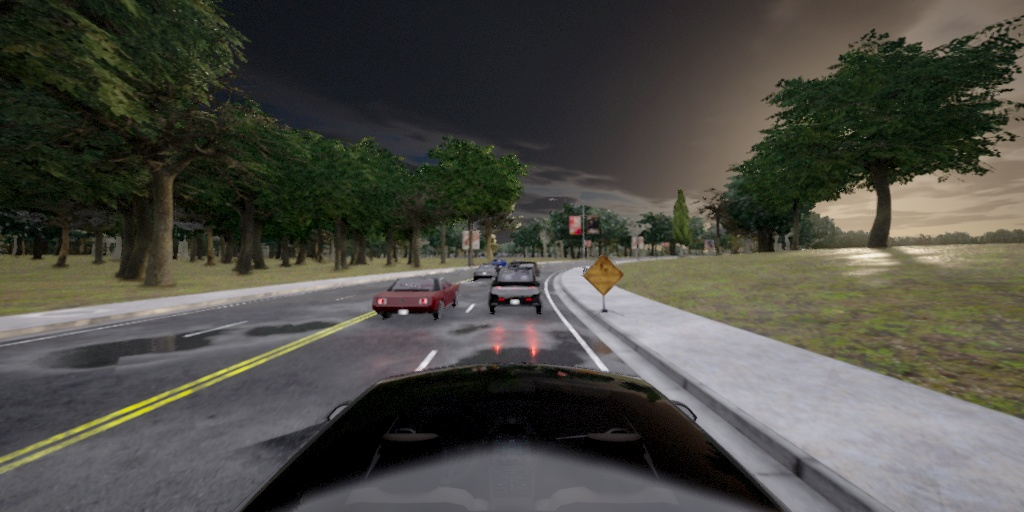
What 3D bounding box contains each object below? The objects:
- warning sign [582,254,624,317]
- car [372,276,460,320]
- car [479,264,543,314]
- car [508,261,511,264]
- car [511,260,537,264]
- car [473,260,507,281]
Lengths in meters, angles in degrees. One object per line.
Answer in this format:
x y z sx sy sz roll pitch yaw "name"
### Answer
2.854 0.870 11.106 1.300 1.860 1.060 0 0 0 "warning sign"
-3.109 1.355 12.707 1.895 1.301 4.718 0 0 2 "car"
0.173 1.244 13.796 2.128 1.511 4.902 0 0 2 "car"
0.735 1.241 55.678 1.994 1.385 4.181 0 0 18 "car"
1.343 1.235 28.835 1.837 1.490 4.892 0 1 8 "car"
-1.838 1.302 29.515 1.994 1.385 4.181 0 0 8 "car"
